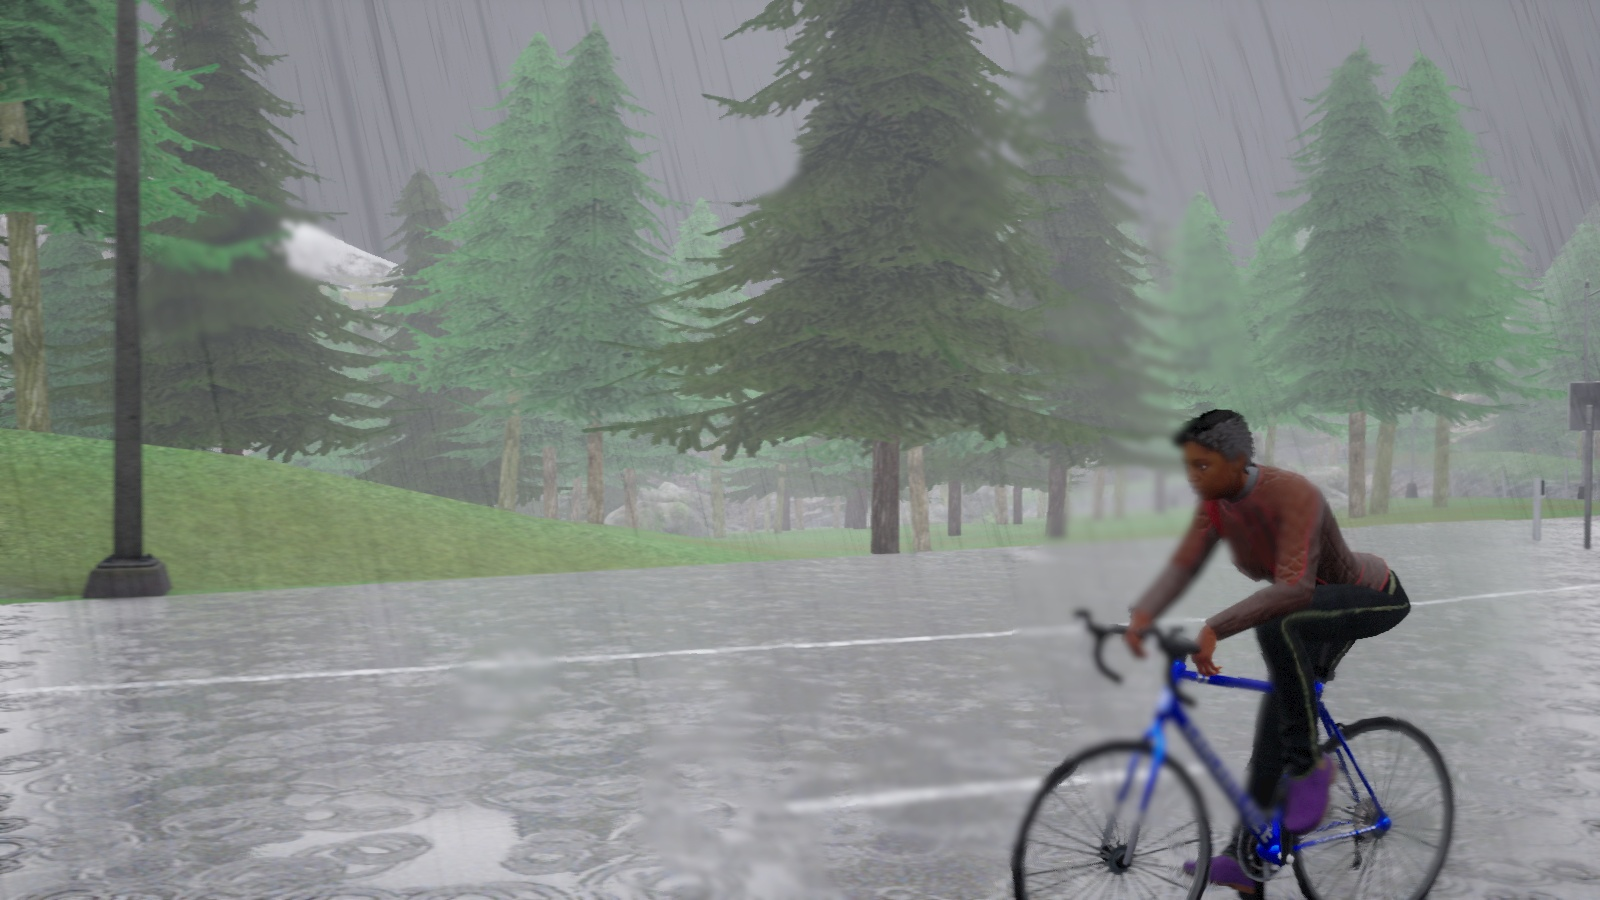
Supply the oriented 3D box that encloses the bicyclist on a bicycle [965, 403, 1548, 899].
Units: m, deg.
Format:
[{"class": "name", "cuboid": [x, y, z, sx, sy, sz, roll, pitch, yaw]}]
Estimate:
[{"class": "bicyclist on a bicycle", "cuboid": [1.375, 0.677, 3.762, 1.656, 1.620, 0.582, -1, 1, -21]}]
